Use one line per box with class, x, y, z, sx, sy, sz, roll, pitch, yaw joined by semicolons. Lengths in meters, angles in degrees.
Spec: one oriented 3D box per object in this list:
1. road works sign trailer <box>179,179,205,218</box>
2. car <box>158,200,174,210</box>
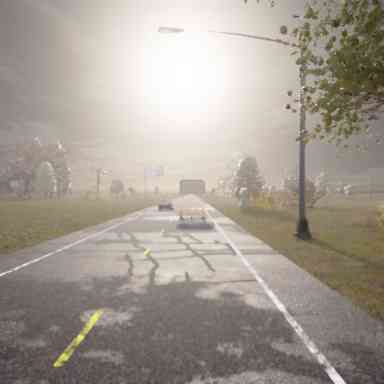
road works sign trailer;0.014;0.592;31.264;2.380;3.560;2.880;0;0;0
car;-3.560;1.792;45.218;1.895;1.301;4.718;0;0;0
